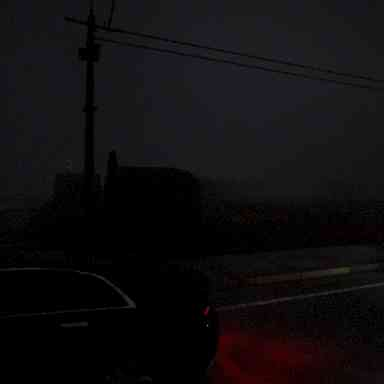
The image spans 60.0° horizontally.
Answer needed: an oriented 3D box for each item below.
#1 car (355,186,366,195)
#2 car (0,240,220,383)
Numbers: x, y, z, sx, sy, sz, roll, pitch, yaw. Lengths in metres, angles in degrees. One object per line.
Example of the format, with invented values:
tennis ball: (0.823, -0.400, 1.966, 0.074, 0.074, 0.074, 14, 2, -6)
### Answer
car: (33.834, -0.317, 68.922, 3.866, 1.878, 1.905, 0, 7, 23)
car: (-2.137, 1.345, 3.613, 4.892, 1.490, 1.837, 1, 2, -12)
